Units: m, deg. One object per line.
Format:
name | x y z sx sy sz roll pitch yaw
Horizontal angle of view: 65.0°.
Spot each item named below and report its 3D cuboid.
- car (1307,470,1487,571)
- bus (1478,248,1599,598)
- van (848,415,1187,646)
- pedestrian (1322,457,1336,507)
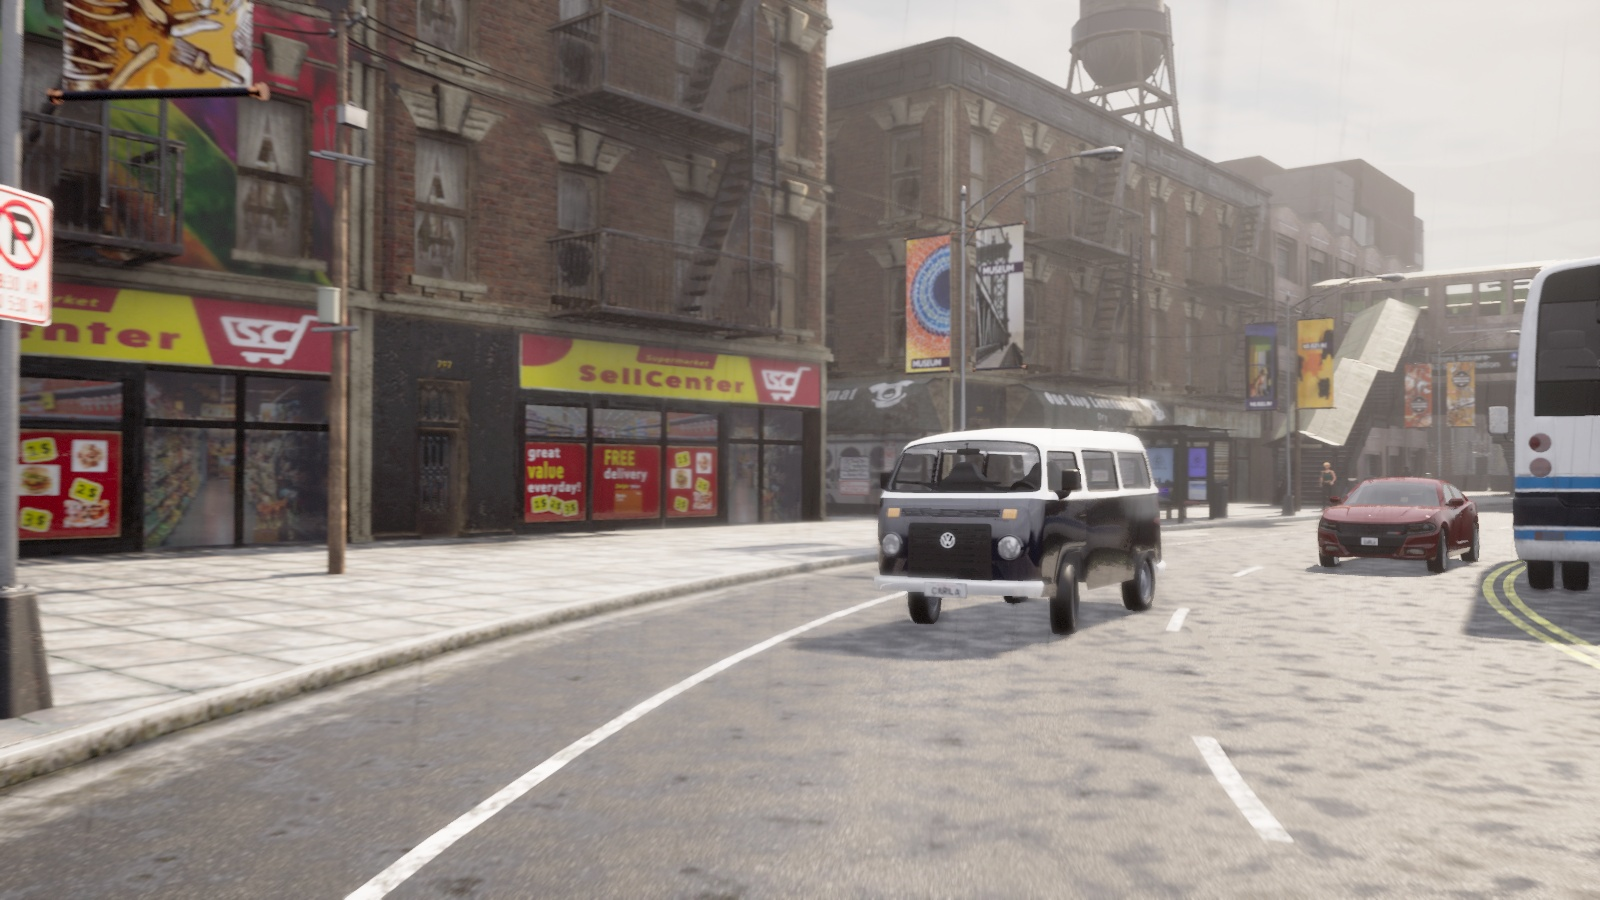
car | 10.461 1.126 21.790 1.882 1.535 5.008 -1 -1 36
bus | 12.911 -0.277 19.341 3.944 4.253 10.273 -1 -1 30
van | 2.523 0.757 13.530 2.069 2.038 4.480 -2 -1 31
pedestrian | 19.682 1.195 46.716 0.345 1.836 0.594 -1 -1 38
